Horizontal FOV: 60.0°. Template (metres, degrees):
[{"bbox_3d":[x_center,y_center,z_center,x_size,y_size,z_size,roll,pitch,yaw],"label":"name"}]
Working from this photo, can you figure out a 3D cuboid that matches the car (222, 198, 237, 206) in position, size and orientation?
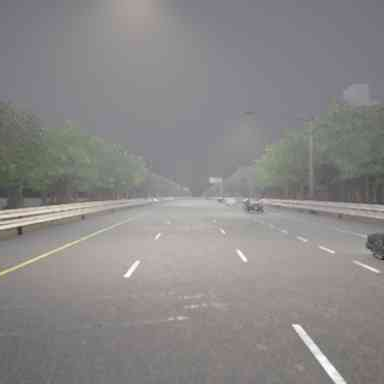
[{"bbox_3d":[7.205,1.867,61.700,1.812,1.442,4.674,0,-1,0],"label":"car"}]

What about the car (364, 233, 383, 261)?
[{"bbox_3d":[7.010,1.550,9.269,2.033,1.411,5.357,0,0,0],"label":"car"}]

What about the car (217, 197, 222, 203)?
[{"bbox_3d":[7.399,2.136,85.870,1.882,1.535,5.008,0,-1,1],"label":"car"}]

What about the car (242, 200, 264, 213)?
[{"bbox_3d":[7.082,1.633,38.950,1.812,1.442,4.674,0,0,0],"label":"car"}]
